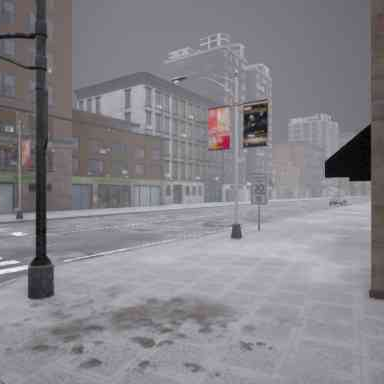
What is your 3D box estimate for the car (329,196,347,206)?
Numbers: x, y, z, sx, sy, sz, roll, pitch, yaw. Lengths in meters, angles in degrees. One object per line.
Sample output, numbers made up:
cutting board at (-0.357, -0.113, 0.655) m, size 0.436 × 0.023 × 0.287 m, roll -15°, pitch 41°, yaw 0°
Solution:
car at (22.651, 1.376, 51.518) m, size 2.033 × 1.411 × 5.357 m, roll 0°, pitch 0°, yaw 34°
